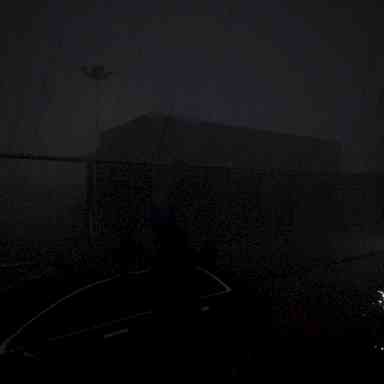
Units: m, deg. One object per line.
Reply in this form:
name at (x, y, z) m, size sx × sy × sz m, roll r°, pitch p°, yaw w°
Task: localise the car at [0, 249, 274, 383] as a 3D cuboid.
car at (-1.159, 1.506, 3.777) m, size 4.892 × 1.490 × 1.837 m, roll 0°, pitch 0°, yaw -36°
